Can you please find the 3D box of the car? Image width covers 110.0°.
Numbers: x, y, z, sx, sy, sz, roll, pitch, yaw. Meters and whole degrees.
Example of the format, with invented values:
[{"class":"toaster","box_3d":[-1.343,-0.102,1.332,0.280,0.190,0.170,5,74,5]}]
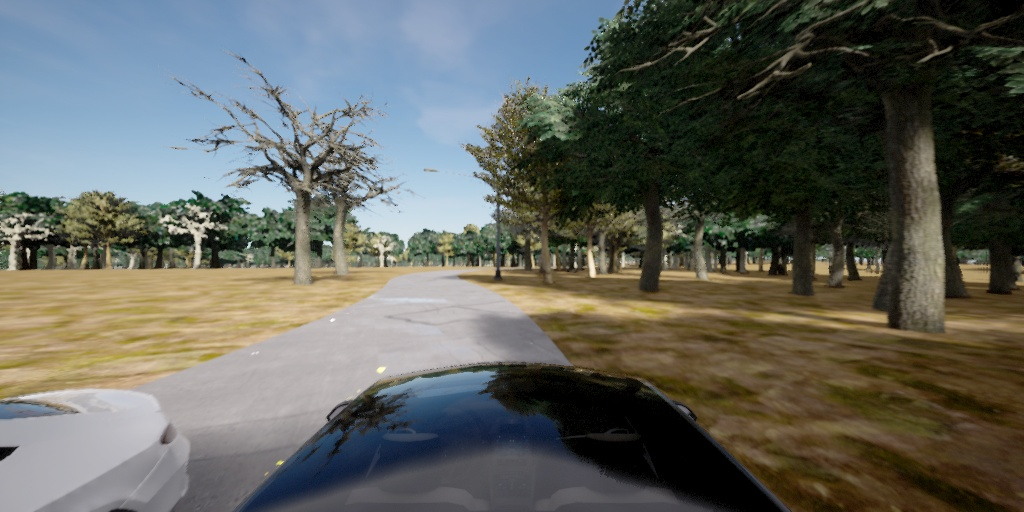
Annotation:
[{"class":"car","box_3d":[-2.875,1.258,0.372,1.812,1.442,4.674,0,-1,-3]}]
